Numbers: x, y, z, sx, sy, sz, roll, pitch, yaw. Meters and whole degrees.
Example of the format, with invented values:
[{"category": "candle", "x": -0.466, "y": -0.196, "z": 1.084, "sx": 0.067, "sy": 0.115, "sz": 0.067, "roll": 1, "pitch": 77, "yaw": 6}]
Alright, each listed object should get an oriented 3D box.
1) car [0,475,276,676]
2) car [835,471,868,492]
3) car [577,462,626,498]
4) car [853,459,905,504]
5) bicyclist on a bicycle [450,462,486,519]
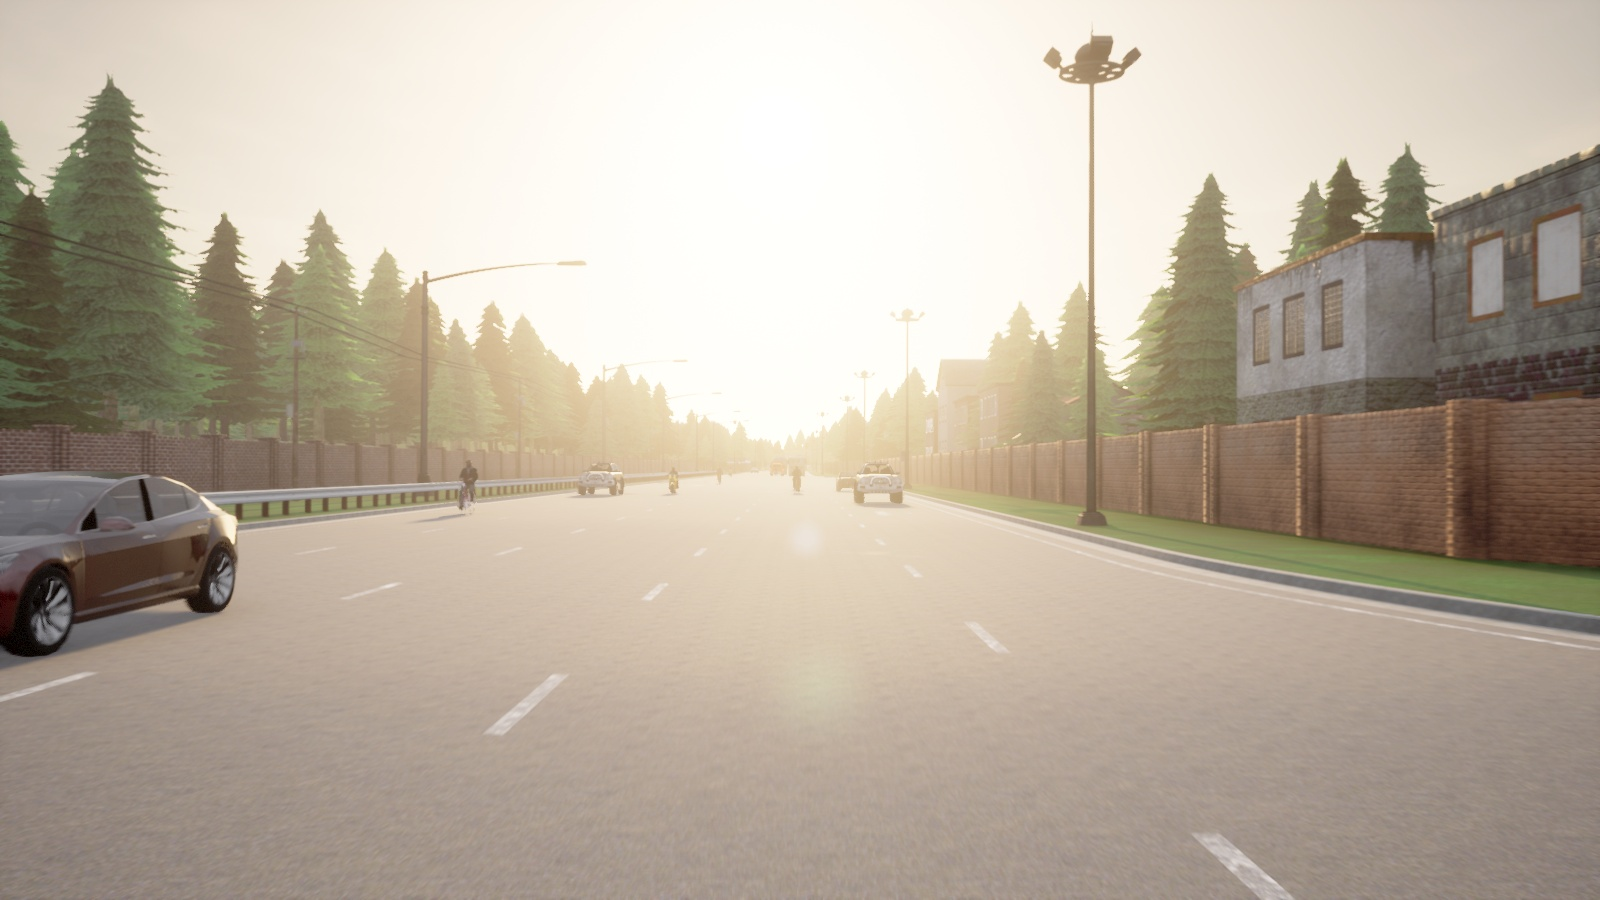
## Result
[{"category": "car", "x": -7.028, "y": 1.000, "z": 11.877, "sx": 2.163, "sy": 1.488, "sz": 4.792, "roll": 0, "pitch": -1, "yaw": 0}, {"category": "car", "x": 3.308, "y": 2.004, "z": 81.120, "sx": 1.895, "sy": 1.301, "sz": 4.718, "roll": 0, "pitch": -1, "yaw": 0}, {"category": "car", "x": -10.661, "y": 1.594, "z": 67.813, "sx": 1.932, "sy": 1.855, "sz": 4.605, "roll": 0, "pitch": -1, "yaw": 0}, {"category": "car", "x": 3.370, "y": 1.354, "z": 54.336, "sx": 1.932, "sy": 1.855, "sz": 4.605, "roll": 0, "pitch": -1, "yaw": 0}, {"category": "bicyclist on a bicycle", "x": -10.595, "y": 1.269, "z": 40.079, "sx": 0.659, "sy": 1.776, "sz": 1.843, "roll": 0, "pitch": -1, "yaw": 0}]
